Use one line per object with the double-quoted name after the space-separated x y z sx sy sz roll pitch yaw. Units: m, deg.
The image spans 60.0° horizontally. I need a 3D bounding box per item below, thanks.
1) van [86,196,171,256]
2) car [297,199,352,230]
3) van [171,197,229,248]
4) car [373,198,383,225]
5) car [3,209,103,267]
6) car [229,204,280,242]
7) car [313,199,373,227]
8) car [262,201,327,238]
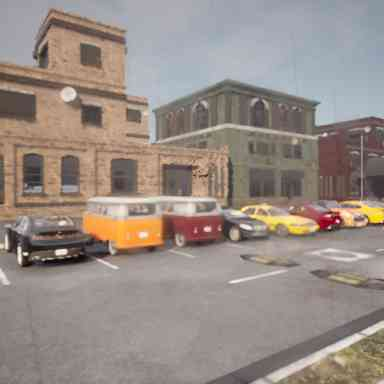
-2.910 1.205 13.103 1.878 1.987 4.442 0 0 -35 "van"
6.215 1.401 19.456 2.097 1.535 5.008 0 0 -35 "car"
-0.646 1.198 14.716 1.878 1.987 4.442 0 0 -35 "van"
10.743 1.386 22.683 2.097 1.535 5.008 0 0 -36 "car"
-5.102 1.438 11.390 2.231 1.521 4.892 0 0 -35 "car"
1.684 1.457 16.236 2.002 1.452 4.674 0 0 -35 "car"
8.457 1.267 21.098 2.185 1.767 4.553 0 0 -35 "car"
4.057 1.406 17.696 1.946 1.575 5.366 0 0 -35 "car"
